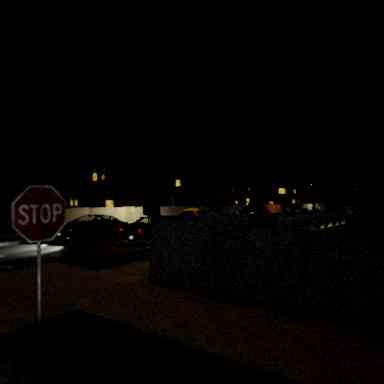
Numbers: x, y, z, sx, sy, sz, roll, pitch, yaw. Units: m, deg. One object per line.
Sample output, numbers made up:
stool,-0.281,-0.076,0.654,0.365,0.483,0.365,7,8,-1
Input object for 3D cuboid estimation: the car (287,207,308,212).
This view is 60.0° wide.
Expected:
car,14.318,2.671,44.707,1.895,1.301,4.718,-1,-2,36

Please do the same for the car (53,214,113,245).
car,-5.208,1.872,17.434,1.994,1.385,4.181,-1,-2,35

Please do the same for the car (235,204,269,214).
car,6.060,2.099,33.246,2.097,1.767,4.553,-1,-2,36

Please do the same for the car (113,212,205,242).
car,-1.568,1.918,17.698,1.895,1.301,4.718,-1,-2,37

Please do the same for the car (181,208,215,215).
car,-0.010,1.988,24.726,1.882,1.535,5.008,-1,-2,35
